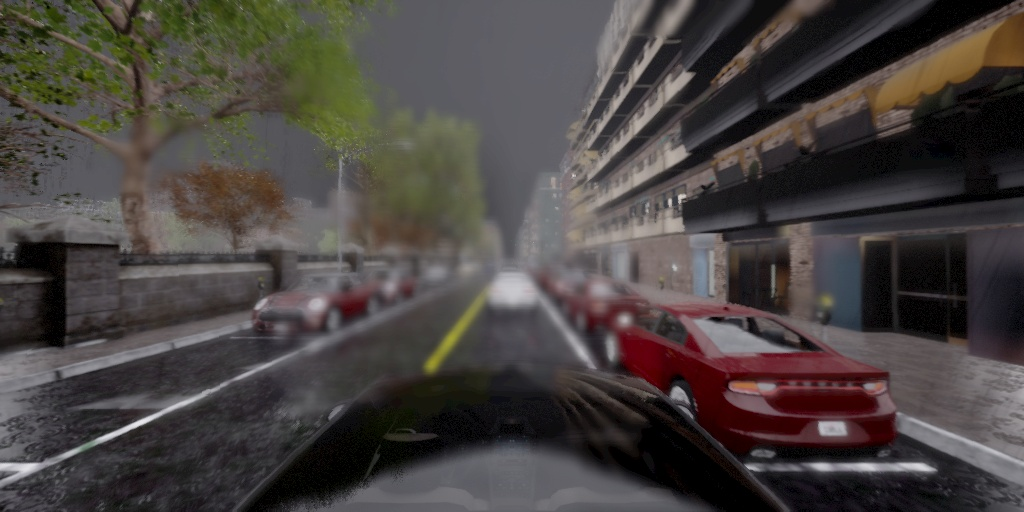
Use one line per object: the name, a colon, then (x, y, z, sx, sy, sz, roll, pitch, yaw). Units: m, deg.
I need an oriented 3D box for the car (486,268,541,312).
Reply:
car: (0.051, 1.403, 14.850, 1.812, 1.442, 4.674, 0, 0, 0)

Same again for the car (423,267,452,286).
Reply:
car: (-5.689, 1.556, 27.745, 2.007, 1.370, 4.403, 0, 0, 0)

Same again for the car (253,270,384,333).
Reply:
car: (-5.690, 1.279, 10.856, 1.967, 1.591, 4.097, 0, 0, 0)

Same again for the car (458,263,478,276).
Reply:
car: (-5.689, 1.702, 44.464, 1.751, 1.417, 4.829, 0, 0, 0)

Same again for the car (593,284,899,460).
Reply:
car: (2.691, 1.329, 5.226, 1.888, 1.381, 4.507, 0, 0, 0)

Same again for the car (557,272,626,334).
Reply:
car: (2.691, 1.384, 10.856, 1.888, 1.381, 4.507, 0, 0, 0)

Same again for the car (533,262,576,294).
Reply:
car: (2.691, 1.265, 22.115, 2.192, 1.841, 5.009, 0, 0, 0)

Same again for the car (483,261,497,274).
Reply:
car: (-3.090, 1.800, 51.882, 2.033, 1.411, 5.357, 0, -1, 0)

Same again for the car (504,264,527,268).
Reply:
car: (0.047, 1.527, 29.222, 1.837, 1.490, 4.892, 0, 0, 1)

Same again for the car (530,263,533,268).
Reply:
car: (2.691, 1.445, 27.746, 1.967, 1.591, 4.097, 0, 0, 0)

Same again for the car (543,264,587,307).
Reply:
car: (2.691, 1.334, 16.485, 1.967, 1.591, 4.097, 0, 0, 0)

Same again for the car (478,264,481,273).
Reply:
car: (-5.688, 1.786, 50.264, 2.007, 1.370, 4.403, 0, 0, 0)

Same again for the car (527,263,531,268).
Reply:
car: (2.692, 1.617, 44.635, 1.967, 1.591, 4.097, 0, 0, 0)

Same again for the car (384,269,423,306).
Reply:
car: (-5.689, 1.334, 16.484, 1.967, 1.591, 4.097, 0, 0, 0)
